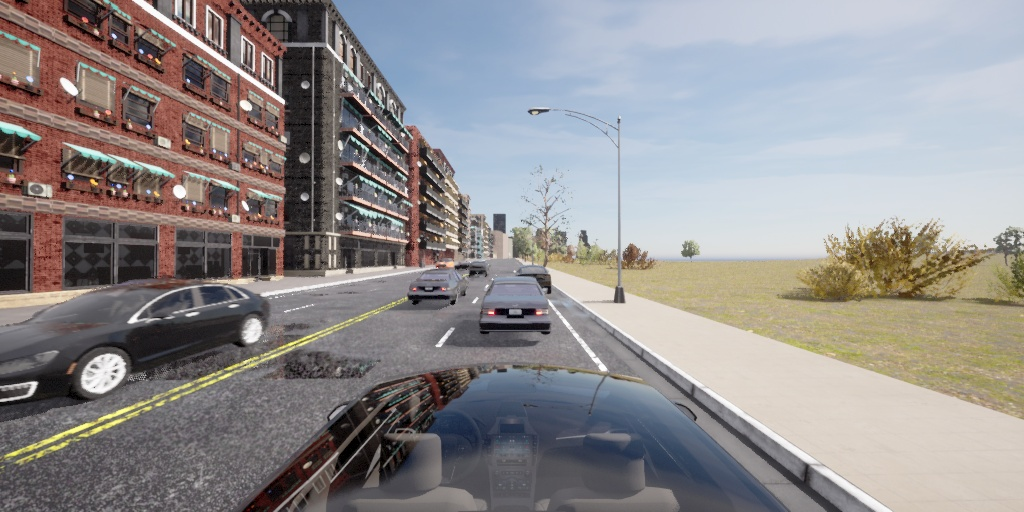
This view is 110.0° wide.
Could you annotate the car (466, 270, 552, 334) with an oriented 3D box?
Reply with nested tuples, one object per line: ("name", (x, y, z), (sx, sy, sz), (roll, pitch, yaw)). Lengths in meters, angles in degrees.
("car", (0.092, 1.298, 10.542), (2.033, 1.411, 5.357), (0, 0, 0))

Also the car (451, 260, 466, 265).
("car", (-6.653, 1.350, 48.687), (1.895, 1.301, 4.718), (0, 0, 0))

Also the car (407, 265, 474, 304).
("car", (-3.168, 1.298, 16.183), (2.033, 1.411, 5.357), (0, 0, 0))

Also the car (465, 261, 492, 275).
("car", (-3.188, 1.256, 35.650), (1.837, 1.490, 4.892), (0, 0, 0))

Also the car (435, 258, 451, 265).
("car", (-9.902, 1.100, 52.952), (2.097, 1.767, 4.553), (0, 0, 0))

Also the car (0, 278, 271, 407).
("car", (-6.607, 1.255, 6.491), (1.837, 1.490, 4.892), (0, 0, 0))

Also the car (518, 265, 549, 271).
("car", (1.115, 1.229, 20.306), (1.882, 1.535, 5.008), (0, 0, 0))
